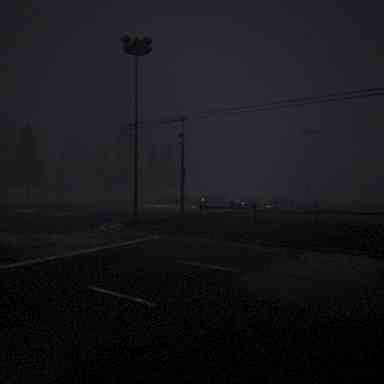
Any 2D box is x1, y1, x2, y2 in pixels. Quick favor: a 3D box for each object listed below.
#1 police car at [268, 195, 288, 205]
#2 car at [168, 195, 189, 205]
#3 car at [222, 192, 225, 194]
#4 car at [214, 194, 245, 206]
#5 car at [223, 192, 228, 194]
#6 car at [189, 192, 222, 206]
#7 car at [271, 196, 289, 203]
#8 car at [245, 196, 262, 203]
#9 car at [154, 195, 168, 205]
[{"bbox_3d":[14.389,1.331,55.569,1.930,1.638,5.238,0,0,36],"label":"police car"},{"bbox_3d":[-1.189,1.425,52.266,1.895,1.301,4.718,0,0,36],"label":"car"},{"bbox_3d":[5.501,1.036,67.118,2.150,2.045,5.566,1,1,37],"label":"car"},{"bbox_3d":[5.621,1.398,49.717,1.812,1.442,4.674,0,0,36],"label":"car"},{"bbox_3d":[8.630,1.317,65.493,1.882,1.535,5.008,0,0,37],"label":"car"},{"bbox_3d":[2.102,1.200,50.833,2.097,1.767,4.553,0,0,36],"label":"car"},{"bbox_3d":[17.446,1.456,65.632,1.994,1.385,4.181,0,0,36],"label":"car"},{"bbox_3d":[11.662,1.464,63.718,1.895,1.301,4.718,0,0,37],"label":"car"},{"bbox_3d":[-4.057,1.278,54.260,1.882,1.535,5.008,0,0,37],"label":"car"}]
